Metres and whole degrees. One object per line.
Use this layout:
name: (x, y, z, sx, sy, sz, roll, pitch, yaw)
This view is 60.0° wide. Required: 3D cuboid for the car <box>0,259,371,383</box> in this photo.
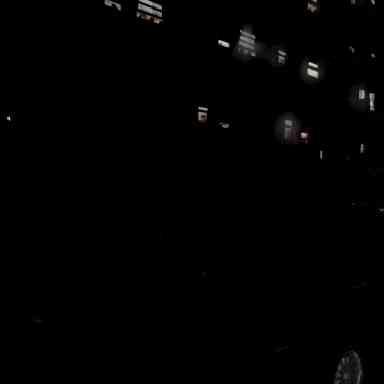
car: (0.039, 1.526, 3.405, 4.674, 1.442, 1.812, 0, 0, -35)
